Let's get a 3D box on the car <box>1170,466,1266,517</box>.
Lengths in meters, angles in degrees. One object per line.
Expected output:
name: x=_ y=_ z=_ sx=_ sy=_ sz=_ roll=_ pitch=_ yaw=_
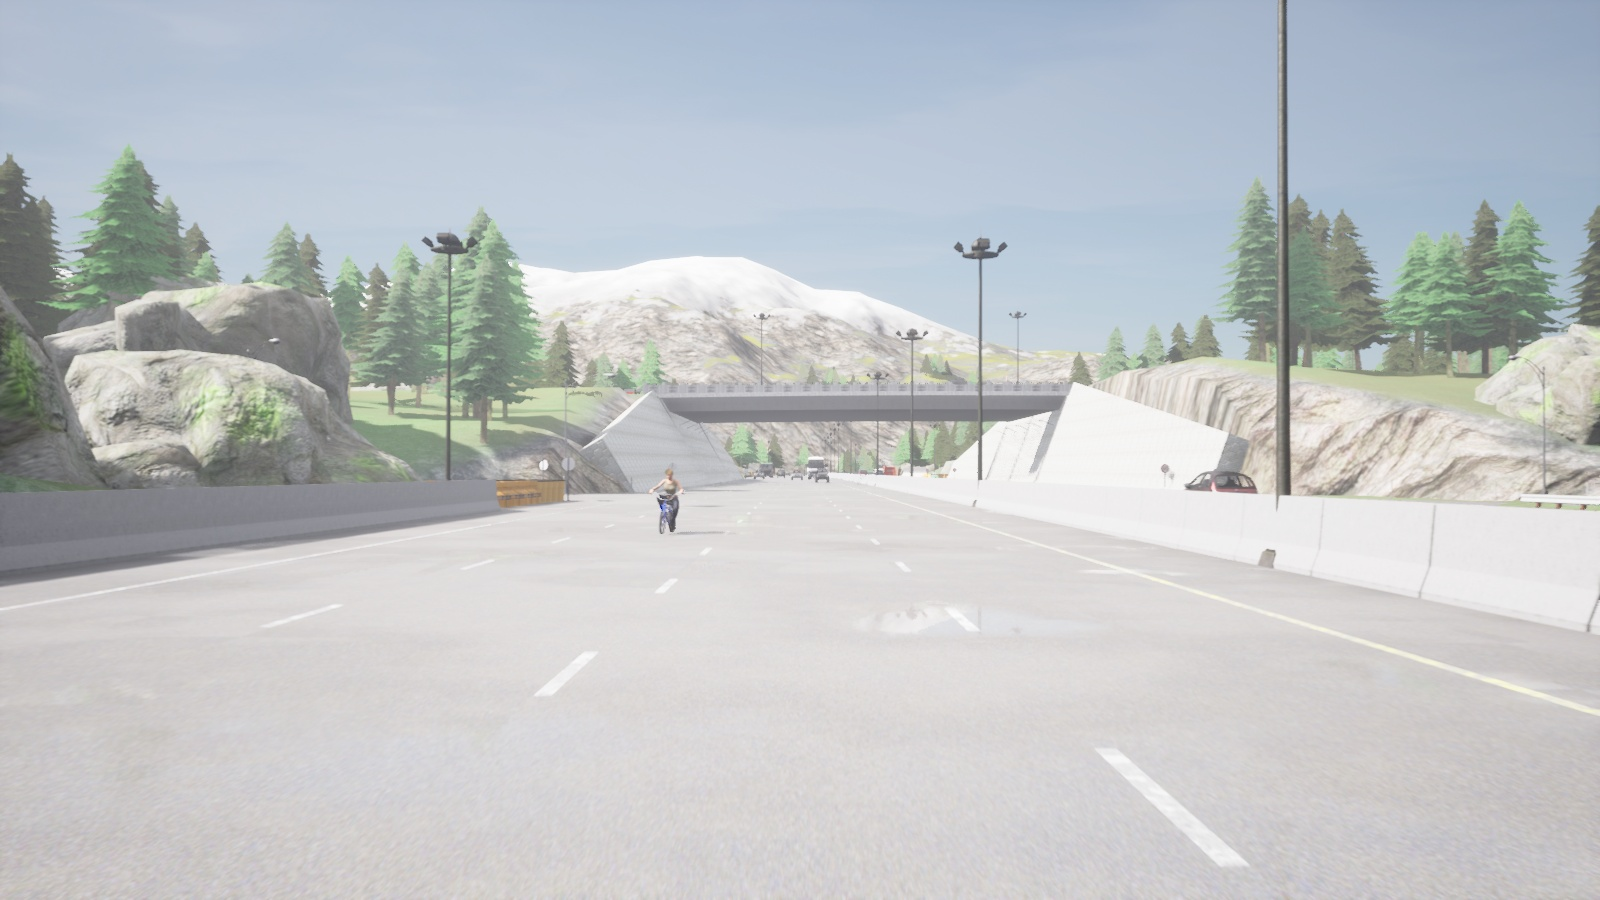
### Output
car: x=13.898 y=1.360 z=42.000 sx=1.851 sy=1.617 sz=3.988 roll=0 pitch=-1 yaw=0

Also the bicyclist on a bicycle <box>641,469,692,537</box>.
bicyclist on a bicycle: x=-3.264 y=1.279 z=30.756 sx=0.866 sy=1.612 sz=1.509 roll=1 pitch=-1 yaw=8
